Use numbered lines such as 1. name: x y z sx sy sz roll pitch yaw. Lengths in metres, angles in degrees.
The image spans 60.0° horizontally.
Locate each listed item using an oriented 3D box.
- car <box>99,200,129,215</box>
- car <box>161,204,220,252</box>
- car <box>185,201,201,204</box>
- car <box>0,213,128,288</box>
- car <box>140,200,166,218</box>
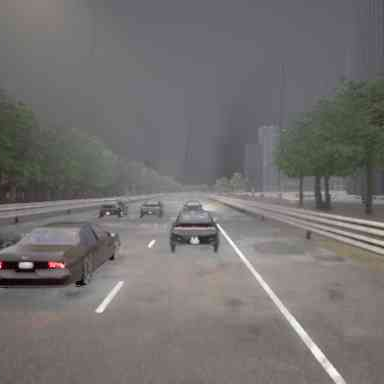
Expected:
1. car: -6.907 1.491 29.757 1.837 1.490 4.892 0 0 0
2. car: 0.097 1.487 13.918 2.128 1.511 4.902 0 0 0
3. car: 0.093 1.511 30.621 1.812 1.442 4.674 0 0 0
4. car: -3.401 1.545 9.319 2.033 1.411 5.357 0 0 0
5. car: -3.408 1.477 29.610 2.128 1.511 4.902 0 0 0
